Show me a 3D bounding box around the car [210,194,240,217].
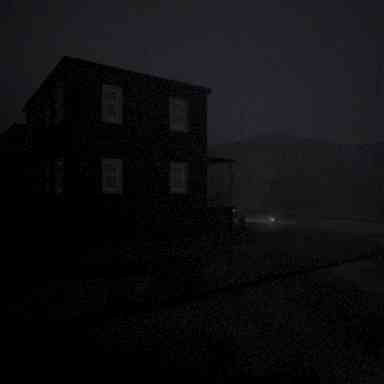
[{"bbox_3d":[1.883,1.195,29.994,2.150,2.045,5.566,0,0,-35],"label":"car"}]

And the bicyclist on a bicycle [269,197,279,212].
[{"bbox_3d":[8.633,1.309,34.995,1.656,1.620,0.582,0,0,-35],"label":"bicyclist on a bicycle"}]
